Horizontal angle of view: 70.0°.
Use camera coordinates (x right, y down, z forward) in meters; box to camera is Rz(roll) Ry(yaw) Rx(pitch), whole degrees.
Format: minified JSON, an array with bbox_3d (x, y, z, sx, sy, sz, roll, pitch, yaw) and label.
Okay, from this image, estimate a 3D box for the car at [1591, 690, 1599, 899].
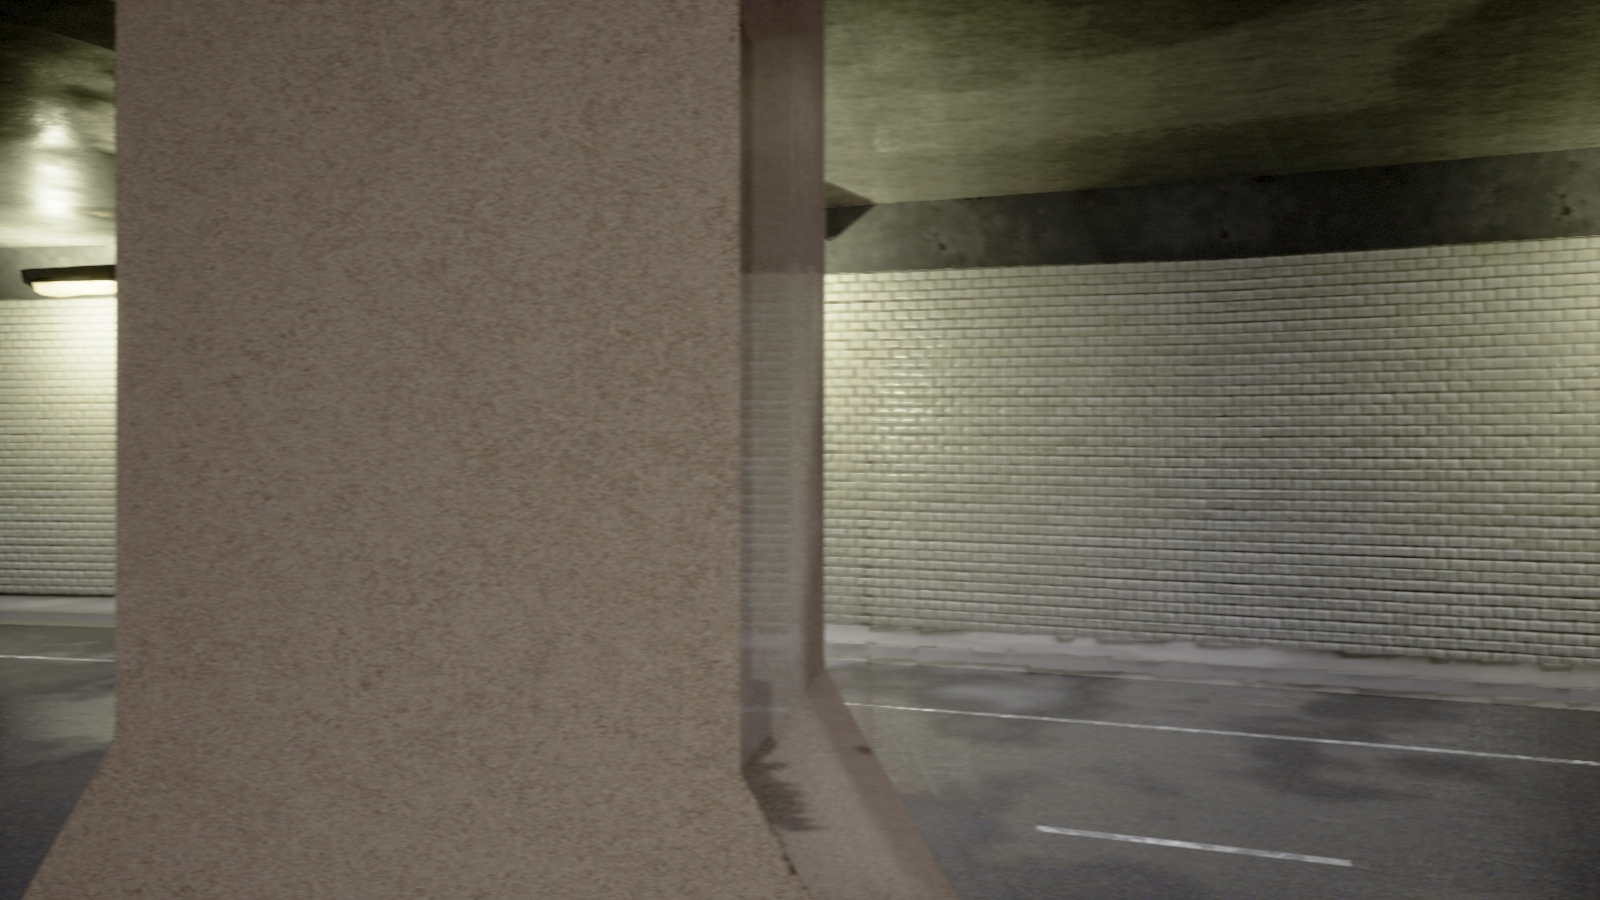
[{"bbox_3d":[6.230,2.080,4.623,4.674,1.442,2.002,0,0,23],"label":"car"}]
